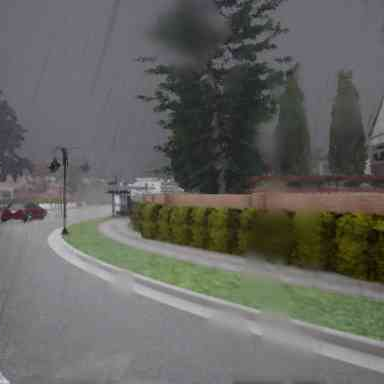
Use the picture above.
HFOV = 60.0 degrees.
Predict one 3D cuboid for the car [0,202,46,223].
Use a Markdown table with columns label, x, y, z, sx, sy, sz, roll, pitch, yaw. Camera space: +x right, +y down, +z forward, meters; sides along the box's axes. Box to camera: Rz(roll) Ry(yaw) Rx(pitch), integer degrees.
| label | x | y | z | sx | sy | sz | roll | pitch | yaw |
| --- | --- | --- | --- | --- | --- | --- | --- | --- | --- |
| car | -14.726 | 1.708 | 29.472 | 2.097 | 1.767 | 4.553 | 0 | -1 | -1 |
